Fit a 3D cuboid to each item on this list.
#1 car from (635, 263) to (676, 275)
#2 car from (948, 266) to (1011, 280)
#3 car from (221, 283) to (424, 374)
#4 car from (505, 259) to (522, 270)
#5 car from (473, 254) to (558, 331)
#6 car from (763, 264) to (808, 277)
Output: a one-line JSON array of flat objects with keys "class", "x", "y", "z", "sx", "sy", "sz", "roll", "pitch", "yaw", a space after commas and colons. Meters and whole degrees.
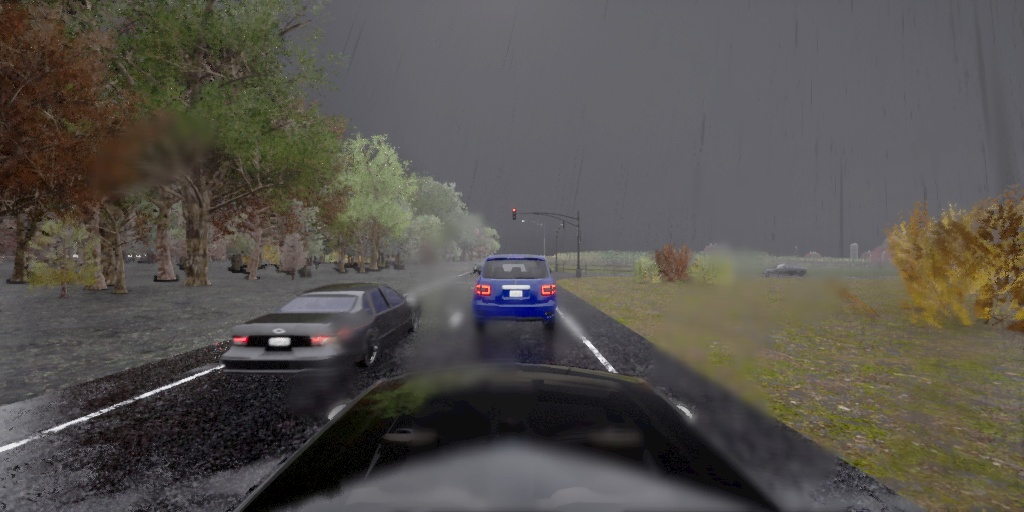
[{"class": "car", "x": 17.397, "y": 1.490, "z": 43.091, "sx": 4.902, "sy": 1.511, "sz": 2.128, "roll": 1, "pitch": -1, "yaw": 1}, {"class": "car", "x": 50.971, "y": 1.851, "z": 39.316, "sx": 5.357, "sy": 1.411, "sz": 2.033, "roll": 1, "pitch": -1, "yaw": 1}, {"class": "car", "x": -3.403, "y": 1.299, "z": 7.750, "sx": 2.033, "sy": 1.411, "sz": 5.357, "roll": 0, "pitch": 0, "yaw": 0}, {"class": "car", "x": 0.201, "y": 1.247, "z": 55.353, "sx": 2.128, "sy": 1.511, "sz": 4.902, "roll": 0, "pitch": 0, "yaw": -7}, {"class": "car", "x": 0.088, "y": 0.974, "z": 11.080, "sx": 2.150, "sy": 2.045, "sz": 5.566, "roll": 0, "pitch": 0, "yaw": 0}, {"class": "car", "x": 32.798, "y": 1.693, "z": 43.001, "sx": 4.674, "sy": 1.442, "sz": 1.812, "roll": 0, "pitch": -1, "yaw": 0}]
